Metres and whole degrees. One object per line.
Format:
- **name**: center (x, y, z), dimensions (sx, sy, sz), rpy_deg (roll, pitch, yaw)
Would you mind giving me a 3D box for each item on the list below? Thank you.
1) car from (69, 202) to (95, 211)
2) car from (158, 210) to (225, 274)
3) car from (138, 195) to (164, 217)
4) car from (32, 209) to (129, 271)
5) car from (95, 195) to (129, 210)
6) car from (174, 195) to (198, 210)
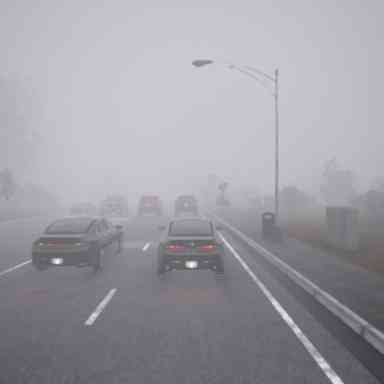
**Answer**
- **car**: center (-11.346, 1.707, 34.718), dimensions (1.994, 1.385, 4.181), rpy_deg (0, 0, -2)
- **car**: center (-0.043, 1.550, 10.729), dimensions (1.837, 1.490, 4.892), rpy_deg (0, 0, -1)
- **car**: center (-4.111, 1.358, 33.455), dimensions (2.150, 2.045, 5.566), rpy_deg (0, 0, -2)
- **car**: center (-3.549, 1.552, 11.104), dimensions (1.837, 1.490, 4.892), rpy_deg (0, 0, -1)
- **car**: center (-7.820, 1.364, 33.843), dimensions (2.150, 2.045, 5.566), rpy_deg (0, -1, -2)
- **car**: center (-0.611, 1.357, 33.487), dimensions (2.150, 2.045, 5.566), rpy_deg (0, 0, -2)
